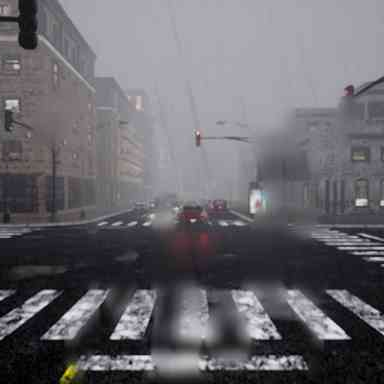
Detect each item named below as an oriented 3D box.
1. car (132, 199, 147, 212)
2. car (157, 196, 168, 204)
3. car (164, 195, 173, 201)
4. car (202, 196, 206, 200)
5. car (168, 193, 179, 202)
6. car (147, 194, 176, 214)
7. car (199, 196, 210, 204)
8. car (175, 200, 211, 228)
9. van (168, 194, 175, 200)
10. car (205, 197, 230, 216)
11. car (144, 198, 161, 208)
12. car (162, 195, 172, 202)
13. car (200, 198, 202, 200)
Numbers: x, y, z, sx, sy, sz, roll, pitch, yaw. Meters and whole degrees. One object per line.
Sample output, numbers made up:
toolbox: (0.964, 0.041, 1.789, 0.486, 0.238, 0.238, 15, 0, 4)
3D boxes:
car: (-5.775, 1.556, 38.257, 2.008, 1.369, 4.403, 0, 0, 0)
car: (-5.834, 1.557, 66.570, 1.752, 1.417, 4.829, 0, 0, 0)
car: (-5.870, 1.582, 83.659, 1.752, 1.417, 4.829, -1, 0, 0)
car: (2.594, 1.591, 43.983, 1.802, 1.307, 4.206, 0, 0, 0)
car: (-3.189, 1.234, 51.071, 2.150, 2.045, 5.566, 0, 0, 0)
car: (-3.169, 1.356, 35.392, 2.097, 1.767, 4.553, 0, 0, 0)
car: (2.547, 1.582, 66.770, 2.008, 1.369, 4.403, -1, 0, 0)
car: (0.056, 1.495, 21.568, 1.812, 1.442, 4.674, 0, 0, 0)
van: (-5.895, 1.418, 95.223, 1.690, 1.788, 3.998, -1, 0, 0)
car: (2.617, 1.441, 32.590, 1.967, 1.590, 4.097, 0, 0, 0)
car: (-5.798, 1.565, 49.651, 2.008, 1.369, 4.403, 0, 0, 0)
car: (-5.860, 1.488, 78.133, 1.967, 1.590, 4.097, -1, 0, 0)
car: (2.582, 1.565, 49.681, 2.008, 1.369, 4.403, 0, 0, 0)
